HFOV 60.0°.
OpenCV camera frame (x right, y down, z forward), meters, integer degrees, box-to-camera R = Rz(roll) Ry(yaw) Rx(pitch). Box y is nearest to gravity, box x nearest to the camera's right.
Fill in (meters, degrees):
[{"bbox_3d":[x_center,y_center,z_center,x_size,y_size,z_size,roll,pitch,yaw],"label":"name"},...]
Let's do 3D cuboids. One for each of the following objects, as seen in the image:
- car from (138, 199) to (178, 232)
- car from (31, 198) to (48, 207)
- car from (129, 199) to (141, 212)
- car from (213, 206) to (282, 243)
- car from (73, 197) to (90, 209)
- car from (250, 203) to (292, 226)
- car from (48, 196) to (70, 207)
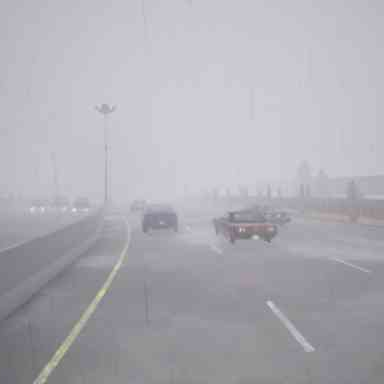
[{"bbox_3d":[-2.019,1.445,19.833,1.882,1.535,5.008,0,0,-11],"label":"car"},{"bbox_3d":[-23.959,1.638,52.601,1.895,1.301,4.718,0,0,-13],"label":"car"},{"bbox_3d":[-6.064,1.518,38.051,1.994,1.385,4.181,0,0,-13],"label":"car"},{"bbox_3d":[2.284,1.553,15.749,1.895,1.301,4.718,0,0,-8],"label":"car"},{"bbox_3d":[-15.392,1.473,46.526,1.882,1.535,5.008,0,0,-13],"label":"car"},{"bbox_3d":[4.671,1.468,22.324,2.033,1.411,5.357,0,0,-12],"label":"car"},{"bbox_3d":[-19.815,1.369,50.123,2.097,1.767,4.553,0,0,-13],"label":"car"}]
